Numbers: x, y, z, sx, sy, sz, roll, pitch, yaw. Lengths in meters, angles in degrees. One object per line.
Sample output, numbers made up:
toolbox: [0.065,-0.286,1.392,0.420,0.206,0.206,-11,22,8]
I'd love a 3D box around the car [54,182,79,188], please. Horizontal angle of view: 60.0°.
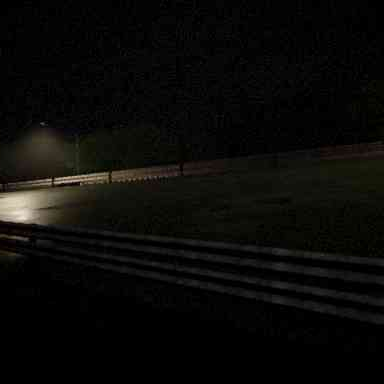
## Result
car: [-20.148,-1.056,52.864,4.892,1.490,1.837,-4,-2,26]
